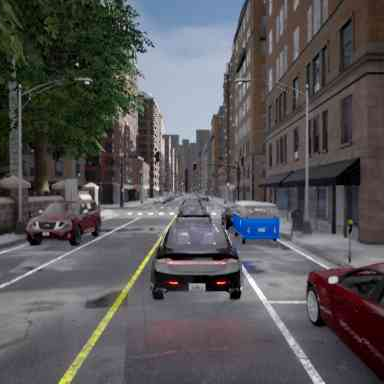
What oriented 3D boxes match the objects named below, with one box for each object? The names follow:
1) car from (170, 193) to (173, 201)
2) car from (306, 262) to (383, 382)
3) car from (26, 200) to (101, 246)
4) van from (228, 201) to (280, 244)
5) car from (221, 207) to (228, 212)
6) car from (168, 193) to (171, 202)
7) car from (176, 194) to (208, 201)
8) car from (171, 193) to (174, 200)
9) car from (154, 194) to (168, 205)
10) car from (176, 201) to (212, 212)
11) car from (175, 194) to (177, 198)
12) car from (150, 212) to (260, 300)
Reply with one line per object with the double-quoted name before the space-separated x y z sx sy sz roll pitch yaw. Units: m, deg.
"car" -5.695 1.467 70.017 1.887 1.381 4.507 0 0 0
"car" 2.853 1.543 4.148 1.887 1.381 4.507 0 0 0
"car" -5.676 1.304 15.426 2.192 1.841 5.009 0 0 0
"van" 2.849 1.330 15.469 1.690 1.788 3.998 0 0 0
"car" 2.848 1.550 21.130 1.947 1.339 4.313 0 0 0
"car" -5.693 1.478 64.565 2.008 1.369 4.403 0 0 0
"car" -0.011 1.328 27.486 2.097 1.767 4.553 0 0 0
"car" -5.697 1.463 75.467 1.887 1.381 4.507 0 0 0
"car" -5.691 1.458 58.945 1.752 1.417 4.829 0 0 0
"car" 0.092 1.478 18.309 2.128 1.511 4.902 0 0 0
"car" -5.701 1.464 86.369 2.008 1.369 4.403 0 0 0
"car" 0.097 1.487 8.370 2.128 1.511 4.902 0 0 0
